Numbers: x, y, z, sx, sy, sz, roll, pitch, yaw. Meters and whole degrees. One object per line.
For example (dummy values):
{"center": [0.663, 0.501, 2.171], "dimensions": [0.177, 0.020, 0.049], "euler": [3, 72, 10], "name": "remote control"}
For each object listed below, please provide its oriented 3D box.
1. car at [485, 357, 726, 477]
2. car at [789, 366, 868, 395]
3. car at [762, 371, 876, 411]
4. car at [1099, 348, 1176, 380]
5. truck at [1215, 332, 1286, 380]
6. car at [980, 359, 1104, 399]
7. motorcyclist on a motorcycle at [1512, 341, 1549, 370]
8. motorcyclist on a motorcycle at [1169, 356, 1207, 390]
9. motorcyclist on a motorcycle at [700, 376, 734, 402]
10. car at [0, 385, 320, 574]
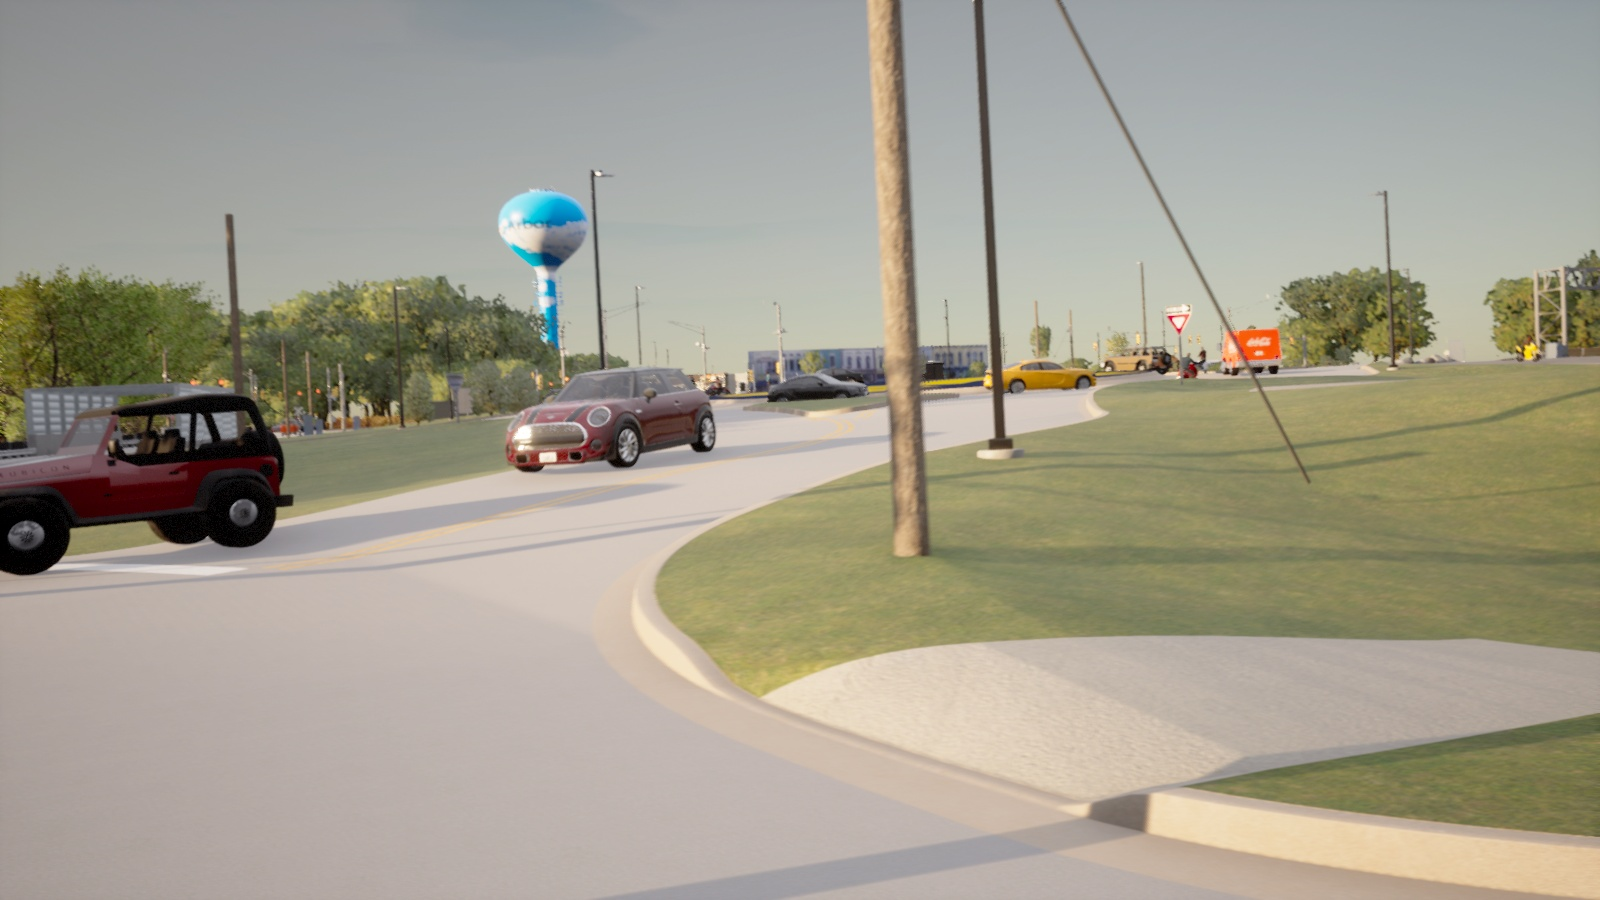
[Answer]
{"center": [-3.289, -0.662, 22.322], "dimensions": [2.097, 1.767, 4.553], "euler": [-2, 4, 22], "name": "car"}
{"center": [1.923, -4.713, 85.348], "dimensions": [5.008, 1.535, 1.882], "euler": [-4, 2, -14], "name": "car"}
{"center": [0.856, -2.635, 56.057], "dimensions": [4.674, 1.442, 1.812], "euler": [-2, 5, 25], "name": "car"}
{"center": [21.063, -5.351, 78.518], "dimensions": [1.932, 1.855, 4.605], "euler": [-3, 4, -31], "name": "car"}
{"center": [25.339, -5.258, 70.831], "dimensions": [2.627, 2.467, 5.204], "euler": [-2, 3, 7], "name": "truck"}
{"center": [10.686, -3.150, 55.584], "dimensions": [5.008, 1.535, 1.882], "euler": [-3, 5, -11], "name": "car"}
{"center": [40.522, -5.247, 69.715], "dimensions": [0.797, 1.523, 2.044], "euler": [-3, 4, -2], "name": "motorcyclist on a motorcycle"}
{"center": [18.573, -3.683, 60.088], "dimensions": [1.817, 1.590, 0.866], "euler": [-4, 7, -44], "name": "motorcyclist on a motorcycle"}
{"center": [-5.702, -4.217, 86.397], "dimensions": [2.350, 1.649, 0.766], "euler": [-6, 3, -43], "name": "motorcyclist on a motorcycle"}
{"center": [-8.079, 0.273, 14.938], "dimensions": [1.905, 1.878, 3.866], "euler": [-2, 3, 42], "name": "car"}
